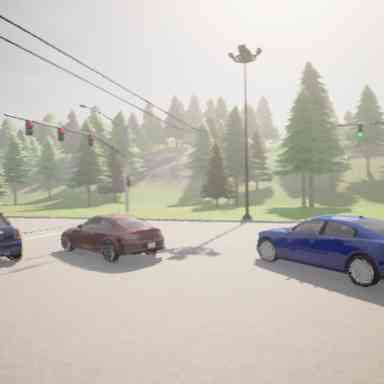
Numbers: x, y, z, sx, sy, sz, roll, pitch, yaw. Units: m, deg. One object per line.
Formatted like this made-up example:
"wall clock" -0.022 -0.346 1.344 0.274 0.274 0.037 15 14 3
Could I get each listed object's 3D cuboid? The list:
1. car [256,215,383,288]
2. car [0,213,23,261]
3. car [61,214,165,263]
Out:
"car" 3.881 1.371 9.166 1.882 1.535 5.008 0 0 -30
"car" -7.737 1.416 11.305 4.553 1.767 2.097 -1 0 37
"car" -2.935 1.511 11.963 4.674 1.442 1.812 -1 0 43
